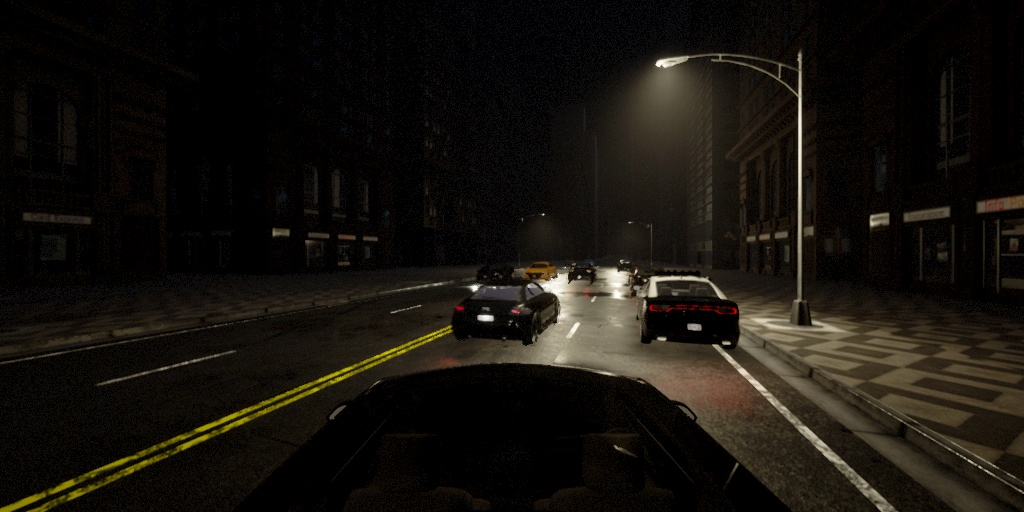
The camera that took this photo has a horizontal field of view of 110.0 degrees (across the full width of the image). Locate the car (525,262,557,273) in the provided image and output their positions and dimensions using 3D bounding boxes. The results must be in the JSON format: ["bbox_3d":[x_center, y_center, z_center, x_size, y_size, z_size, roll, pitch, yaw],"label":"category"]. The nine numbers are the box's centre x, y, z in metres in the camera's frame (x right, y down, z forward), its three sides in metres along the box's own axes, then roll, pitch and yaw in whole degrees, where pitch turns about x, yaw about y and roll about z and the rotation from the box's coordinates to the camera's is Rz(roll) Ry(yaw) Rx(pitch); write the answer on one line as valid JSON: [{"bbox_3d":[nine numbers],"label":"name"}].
[{"bbox_3d":[2.370,1.244,28.974,1.882,1.535,5.008,0,0,17],"label":"car"}]

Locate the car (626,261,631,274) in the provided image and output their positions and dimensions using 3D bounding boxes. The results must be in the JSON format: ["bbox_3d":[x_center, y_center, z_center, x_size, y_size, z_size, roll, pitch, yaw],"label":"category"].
[{"bbox_3d":[8.966,1.293,24.645,1.812,1.442,4.674,0,0,17],"label":"car"}]

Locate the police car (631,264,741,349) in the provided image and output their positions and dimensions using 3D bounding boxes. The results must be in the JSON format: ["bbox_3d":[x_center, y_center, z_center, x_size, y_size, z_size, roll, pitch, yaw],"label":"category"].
[{"bbox_3d":[4.310,1.180,9.452,1.930,1.638,5.238,0,0,17],"label":"police car"}]

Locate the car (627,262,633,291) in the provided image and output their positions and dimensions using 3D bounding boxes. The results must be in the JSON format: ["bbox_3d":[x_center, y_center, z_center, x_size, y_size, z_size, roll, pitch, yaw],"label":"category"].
[{"bbox_3d":[7.207,1.267,18.908,1.837,1.490,4.892,0,0,17],"label":"car"}]

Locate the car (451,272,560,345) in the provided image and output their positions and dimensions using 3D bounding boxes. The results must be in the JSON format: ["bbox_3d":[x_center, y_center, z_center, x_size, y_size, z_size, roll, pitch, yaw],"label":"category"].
[{"bbox_3d":[0.035,1.316,9.672,1.994,1.385,4.181,0,0,17],"label":"car"}]

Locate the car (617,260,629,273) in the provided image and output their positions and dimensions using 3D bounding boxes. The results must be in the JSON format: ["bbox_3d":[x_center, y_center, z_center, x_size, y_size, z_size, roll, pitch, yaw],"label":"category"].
[{"bbox_3d":[14.004,1.287,44.317,2.128,1.511,4.902,0,0,18],"label":"car"}]

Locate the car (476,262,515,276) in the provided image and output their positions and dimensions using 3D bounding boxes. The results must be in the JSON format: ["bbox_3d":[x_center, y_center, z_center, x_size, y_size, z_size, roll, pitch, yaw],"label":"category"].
[{"bbox_3d":[-1.217,1.242,28.361,1.882,1.535,5.008,0,0,17],"label":"car"}]

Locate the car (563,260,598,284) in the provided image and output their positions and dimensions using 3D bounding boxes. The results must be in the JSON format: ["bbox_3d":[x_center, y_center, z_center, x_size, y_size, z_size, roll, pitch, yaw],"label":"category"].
[{"bbox_3d":[5.362,1.258,26.967,2.128,1.511,4.902,0,0,17],"label":"car"}]
